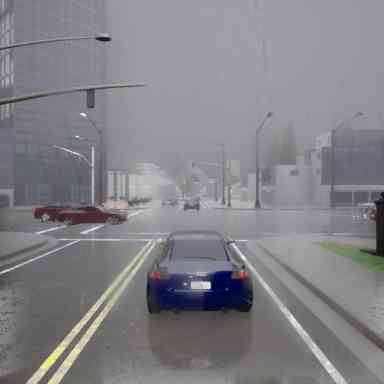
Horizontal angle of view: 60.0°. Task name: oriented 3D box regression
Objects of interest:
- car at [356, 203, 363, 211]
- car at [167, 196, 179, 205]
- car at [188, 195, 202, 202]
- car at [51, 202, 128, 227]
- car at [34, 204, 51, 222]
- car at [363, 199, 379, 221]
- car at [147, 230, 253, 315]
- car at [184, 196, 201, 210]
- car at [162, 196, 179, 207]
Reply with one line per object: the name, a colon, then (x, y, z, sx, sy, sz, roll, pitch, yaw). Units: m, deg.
car: (20.760, 1.477, 37.085, 4.674, 1.442, 1.812, 0, 0, -2)
car: (-3.516, 1.505, 61.561, 1.837, 1.490, 4.892, 0, 0, 1)
car: (0.725, 1.540, 76.882, 2.033, 1.411, 5.357, 0, 0, 12)
car: (-6.737, 1.558, 22.670, 4.674, 1.442, 1.812, -1, 0, 0)
car: (-9.744, 1.528, 26.251, 5.008, 1.535, 1.882, 0, 0, -2)
car: (14.891, 1.461, 22.829, 5.008, 1.535, 1.882, 0, 0, 0)
car: (0.091, 1.564, 7.685, 1.994, 1.385, 4.181, 0, 0, -2)
car: (-0.005, 1.567, 43.776, 1.994, 1.385, 4.181, 0, 0, 1)
car: (-3.566, 1.491, 51.162, 2.128, 1.511, 4.902, 0, 0, 0)
